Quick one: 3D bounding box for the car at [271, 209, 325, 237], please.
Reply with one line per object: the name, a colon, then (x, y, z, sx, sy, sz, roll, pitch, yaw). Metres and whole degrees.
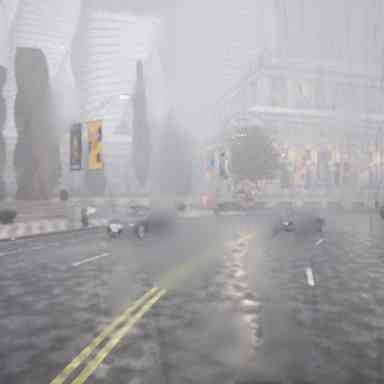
car: (6.211, 1.689, 19.159, 2.033, 1.411, 5.357, 0, 0, 33)

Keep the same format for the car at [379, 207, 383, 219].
car: (19.829, 1.796, 31.491, 4.902, 1.511, 2.128, 1, 0, -30)

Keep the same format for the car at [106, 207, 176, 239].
car: (-2.631, 1.573, 18.106, 2.128, 1.511, 4.902, 0, 0, 26)
